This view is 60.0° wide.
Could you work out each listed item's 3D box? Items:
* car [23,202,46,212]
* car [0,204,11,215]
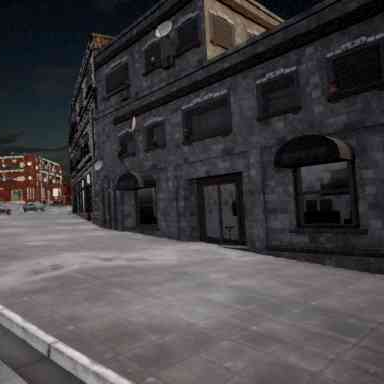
[{"bbox_3d":[-24.098,2.254,51.045,2.128,1.511,4.902,-3,-1,-3],"label":"car"},{"bbox_3d":[-23.131,2.075,39.209,1.812,1.442,4.674,-3,-1,-5],"label":"car"}]
